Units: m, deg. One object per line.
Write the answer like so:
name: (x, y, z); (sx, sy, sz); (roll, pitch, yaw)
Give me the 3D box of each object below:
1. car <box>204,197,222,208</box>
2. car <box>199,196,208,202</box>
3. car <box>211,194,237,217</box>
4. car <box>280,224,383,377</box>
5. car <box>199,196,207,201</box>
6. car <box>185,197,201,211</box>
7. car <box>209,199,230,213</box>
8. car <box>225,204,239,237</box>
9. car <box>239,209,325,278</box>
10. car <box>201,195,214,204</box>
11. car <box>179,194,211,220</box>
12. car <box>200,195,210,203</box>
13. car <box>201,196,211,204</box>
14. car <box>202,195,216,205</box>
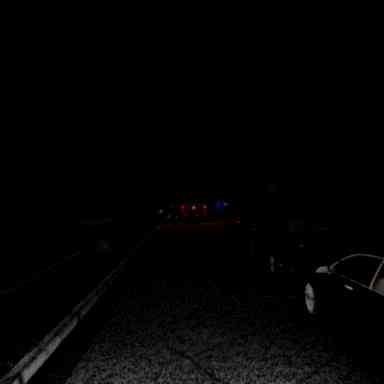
car: (3.011, 1.517, 48.648); (2.231, 1.521, 4.892); (0, 0, 0)
car: (3.021, 1.722, 87.296); (2.231, 1.521, 4.892); (0, 0, 0)
car: (3.007, 1.236, 32.120); (2.435, 2.045, 5.566); (0, 0, 0)
car: (2.999, 1.486, 4.474); (2.231, 1.521, 4.892); (0, 0, 0)
car: (3.014, 1.768, 92.815); (2.231, 1.521, 4.892); (0, -1, 0)
car: (0.112, 1.497, 42.668); (1.882, 1.535, 5.008); (0, 0, 0)
car: (3.007, 1.531, 37.608); (2.002, 1.452, 4.674); (0, 0, 0)
car: (3.002, 1.519, 15.680); (2.163, 1.488, 4.792); (0, 0, 0)
car: (3.000, 1.489, 10.122); (2.231, 1.521, 4.892); (0, 0, 0)
car: (3.015, 1.464, 65.186); (2.185, 1.767, 4.553); (0, 0, 0)
car: (0.113, 1.194, 25.093); (2.097, 1.767, 4.553); (0, -2, 0)
car: (3.018, 1.529, 76.355); (2.185, 1.767, 4.553); (0, 0, 0)
car: (3.016, 1.662, 70.861); (2.002, 1.452, 4.674); (0, 0, 0)
car: (3.013, 1.435, 59.665); (2.185, 1.767, 4.553); (0, 0, 0)
